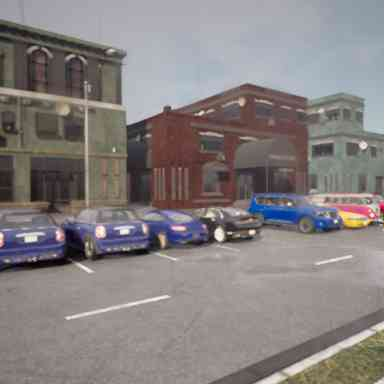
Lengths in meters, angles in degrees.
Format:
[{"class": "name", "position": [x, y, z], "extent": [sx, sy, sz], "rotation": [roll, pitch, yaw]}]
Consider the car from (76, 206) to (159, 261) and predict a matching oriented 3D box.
[{"class": "car", "position": [-3.415, 1.305, 12.536], "extent": [2.185, 1.767, 4.553], "rotation": [0, 0, -35]}]

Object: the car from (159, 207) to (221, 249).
[{"class": "car", "position": [-1.167, 1.456, 14.172], "extent": [2.002, 1.452, 4.674], "rotation": [0, 0, -35]}]

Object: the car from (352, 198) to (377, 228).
[{"class": "car", "position": [7.991, 1.371, 20.472], "extent": [1.946, 1.575, 5.366], "rotation": [0, 0, -35]}]

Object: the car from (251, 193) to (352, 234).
[{"class": "car", "position": [5.637, 1.131, 18.988], "extent": [2.435, 2.045, 5.566], "rotation": [0, 0, -35]}]

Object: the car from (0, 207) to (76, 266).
[{"class": "car", "position": [-5.680, 1.319, 10.922], "extent": [2.185, 1.767, 4.553], "rotation": [0, 0, -35]}]

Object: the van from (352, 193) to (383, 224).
[{"class": "van", "position": [10.215, 1.140, 22.140], "extent": [1.878, 1.987, 4.442], "rotation": [0, 0, -35]}]

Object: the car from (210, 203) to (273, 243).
[{"class": "car", "position": [1.098, 1.405, 15.781], "extent": [2.231, 1.521, 4.892], "rotation": [0, 0, -35]}]
